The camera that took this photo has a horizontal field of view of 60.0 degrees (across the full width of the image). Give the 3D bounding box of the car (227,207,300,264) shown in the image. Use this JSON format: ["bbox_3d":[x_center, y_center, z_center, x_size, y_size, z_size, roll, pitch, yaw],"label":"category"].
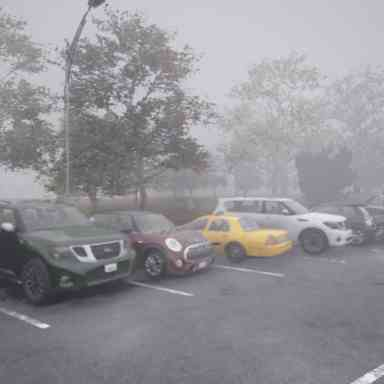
[{"bbox_3d":[0.765,1.480,11.893,5.366,1.575,1.946,-1,0,35],"label":"car"}]

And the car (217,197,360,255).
[{"bbox_3d":[3.400,1.213,13.468,5.566,2.045,2.435,-1,-1,35],"label":"car"}]

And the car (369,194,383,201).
[{"bbox_3d":[10.740,1.104,18.488,5.566,2.045,2.435,-1,0,36],"label":"car"}]

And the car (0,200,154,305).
[{"bbox_3d":[-3.927,1.235,8.386,5.566,2.045,2.435,-1,-1,35],"label":"car"}]

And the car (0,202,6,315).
[{"bbox_3d":[-6.410,1.235,6.698,5.566,2.045,2.435,-1,0,35],"label":"car"}]

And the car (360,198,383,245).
[{"bbox_3d":[5.858,1.312,15.137,4.553,1.767,2.185,-1,0,36],"label":"car"}]

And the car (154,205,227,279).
[{"bbox_3d":[-1.544,1.361,10.118,4.553,1.767,2.185,-1,-1,35],"label":"car"}]
